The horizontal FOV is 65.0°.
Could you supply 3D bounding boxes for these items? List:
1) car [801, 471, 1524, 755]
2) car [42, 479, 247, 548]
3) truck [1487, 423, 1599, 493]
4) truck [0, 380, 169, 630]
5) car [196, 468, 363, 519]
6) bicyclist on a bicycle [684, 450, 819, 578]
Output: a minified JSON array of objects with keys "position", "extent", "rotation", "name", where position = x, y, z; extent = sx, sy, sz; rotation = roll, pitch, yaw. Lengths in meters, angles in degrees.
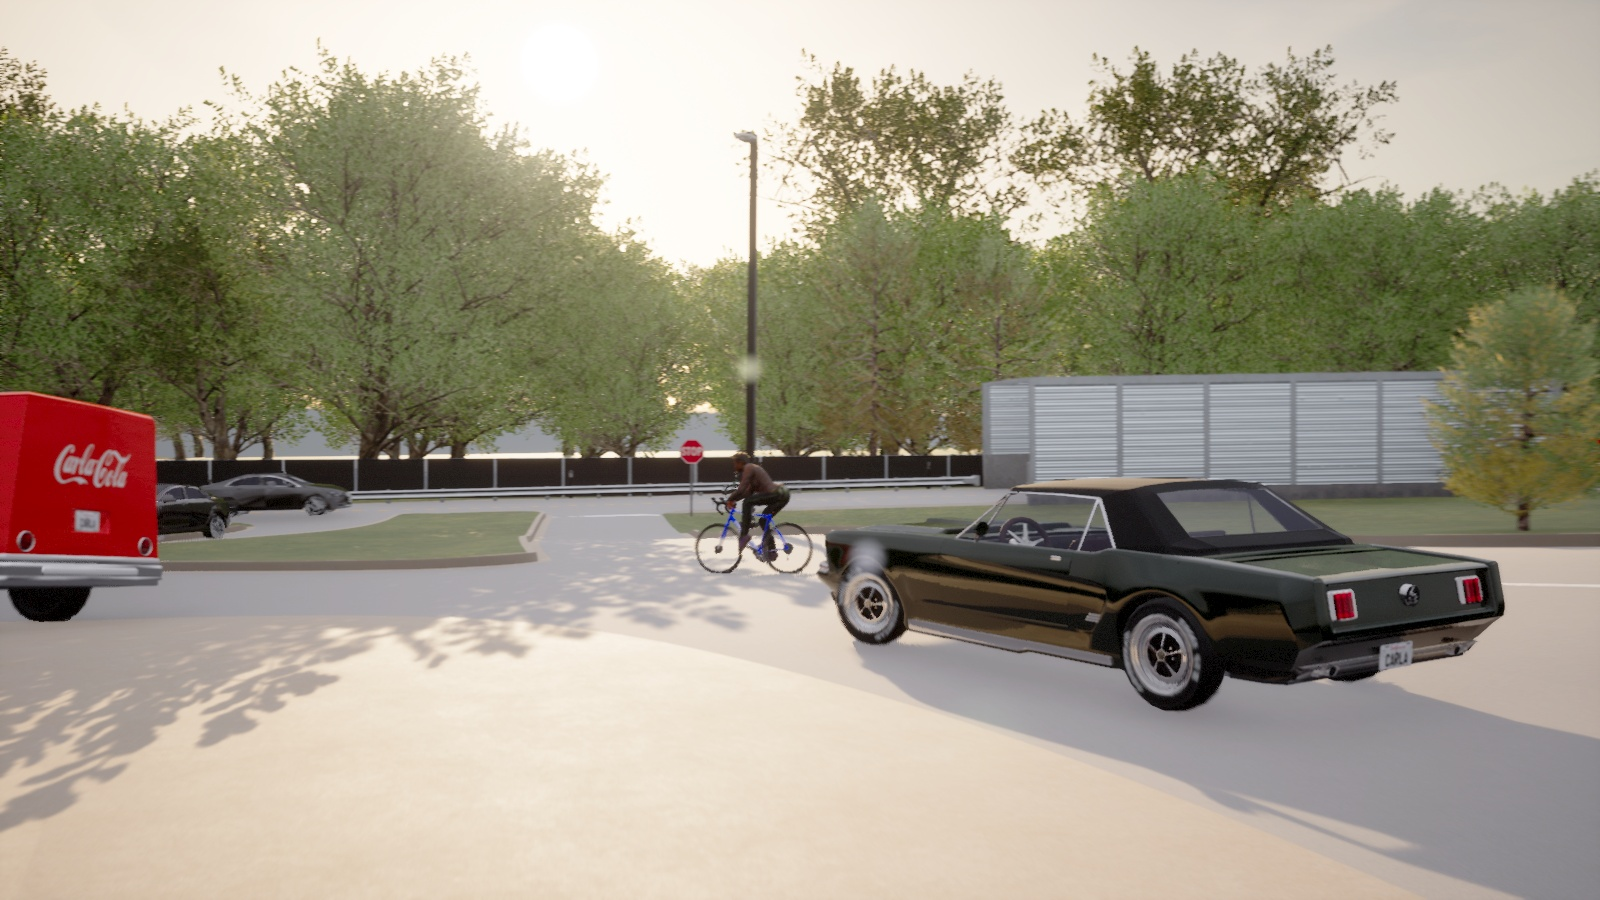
[{"position":[2.087,0.844,8.688],"extent":[1.895,1.301,4.718],"rotation":[0,0,-33],"name":"car"},{"position":[-15.961,1.527,30.930],"extent":[2.128,1.511,4.902],"rotation":[-2,-2,6],"name":"car"},{"position":[29.680,0.257,48.204],"extent":[5.204,2.467,2.627],"rotation":[-1,2,-4],"name":"truck"},{"position":[-10.297,0.746,13.980],"extent":[5.204,2.467,2.627],"rotation":[-2,-6,9],"name":"truck"},{"position":[-17.865,1.479,43.315],"extent":[4.902,1.511,2.128],"rotation":[-1,1,-8],"name":"car"},{"position":[-0.637,0.848,16.437],"extent":[1.656,1.620,0.582],"rotation":[-2,-3,17],"name":"bicyclist on a bicycle"}]
